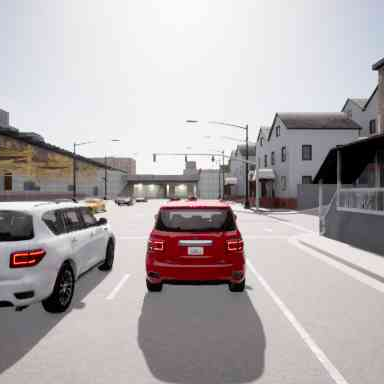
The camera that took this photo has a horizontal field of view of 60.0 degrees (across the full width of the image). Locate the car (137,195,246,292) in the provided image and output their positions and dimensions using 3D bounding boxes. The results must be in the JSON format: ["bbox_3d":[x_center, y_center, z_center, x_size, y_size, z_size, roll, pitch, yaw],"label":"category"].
[{"bbox_3d":[0.099,1.221,9.068,2.150,2.045,5.566,0,0,1],"label":"car"}]

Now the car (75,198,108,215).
[{"bbox_3d":[-10.518,1.478,35.196,1.882,1.535,5.008,0,0,0],"label":"car"}]

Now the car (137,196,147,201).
[{"bbox_3d":[-10.341,1.543,67.945,2.033,1.411,5.357,0,0,0],"label":"car"}]

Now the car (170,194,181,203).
[{"bbox_3d":[-3.336,1.352,69.200,2.097,1.767,4.553,0,0,0],"label":"car"}]

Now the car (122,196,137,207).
[{"bbox_3d":[-10.469,1.491,52.289,2.128,1.511,4.902,0,0,0],"label":"car"}]

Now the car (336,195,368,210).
[{"bbox_3d":[14.229,1.057,28.762,4.181,1.385,1.994,-14,0,-1],"label":"car"}]

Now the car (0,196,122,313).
[{"bbox_3d":[-3.409,1.221,7.806,2.150,2.045,5.566,0,0,1],"label":"car"}]

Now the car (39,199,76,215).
[{"bbox_3d":[-14.018,1.507,34.968,1.837,1.490,4.892,0,0,0],"label":"car"}]

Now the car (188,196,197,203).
[{"bbox_3d":[0.162,1.503,69.222,1.837,1.490,4.892,0,0,0],"label":"car"}]

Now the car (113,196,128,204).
[{"bbox_3d":[-13.870,1.526,64.994,1.812,1.442,4.674,0,0,1],"label":"car"}]
